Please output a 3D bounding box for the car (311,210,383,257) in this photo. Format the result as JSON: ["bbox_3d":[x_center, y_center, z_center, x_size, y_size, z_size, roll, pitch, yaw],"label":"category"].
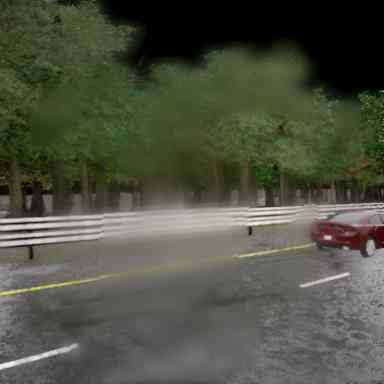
[{"bbox_3d":[6.683,1.449,12.865,5.008,1.535,1.882,1,-1,-36],"label":"car"}]
